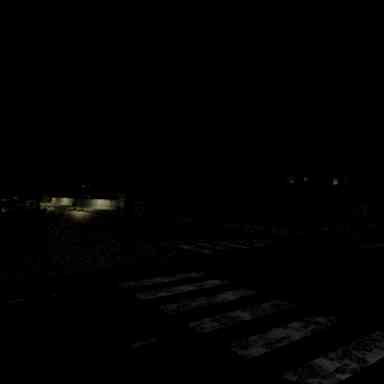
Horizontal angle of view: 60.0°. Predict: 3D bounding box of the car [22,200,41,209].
[{"bbox_3d":[-23.585,1.837,48.877,1.994,1.385,4.181,1,-1,-35],"label":"car"}]
